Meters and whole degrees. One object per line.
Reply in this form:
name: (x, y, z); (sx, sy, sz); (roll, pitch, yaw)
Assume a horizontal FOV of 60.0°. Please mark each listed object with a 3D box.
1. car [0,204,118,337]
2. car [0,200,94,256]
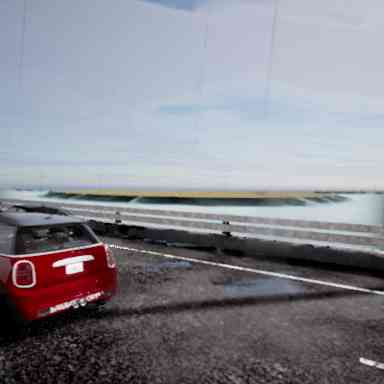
car: (-3.616, 1.197, 6.592); (4.553, 1.767, 2.097); (2, 1, 36)
car: (-6.152, 1.192, 12.727); (5.008, 1.535, 1.882); (2, 1, 36)
